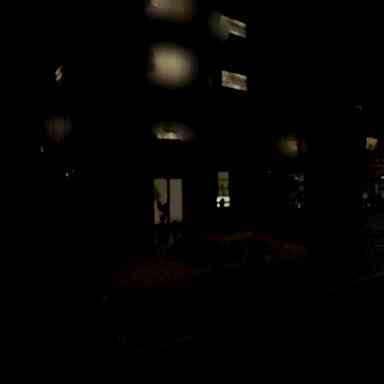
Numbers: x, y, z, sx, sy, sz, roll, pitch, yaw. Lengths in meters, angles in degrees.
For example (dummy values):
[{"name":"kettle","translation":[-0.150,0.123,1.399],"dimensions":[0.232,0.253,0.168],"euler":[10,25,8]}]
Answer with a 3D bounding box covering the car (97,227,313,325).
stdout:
[{"name":"car","translation":[0.525,1.451,6.938],"dimensions":[4.829,1.417,1.752],"euler":[-1,0,-35]}]
